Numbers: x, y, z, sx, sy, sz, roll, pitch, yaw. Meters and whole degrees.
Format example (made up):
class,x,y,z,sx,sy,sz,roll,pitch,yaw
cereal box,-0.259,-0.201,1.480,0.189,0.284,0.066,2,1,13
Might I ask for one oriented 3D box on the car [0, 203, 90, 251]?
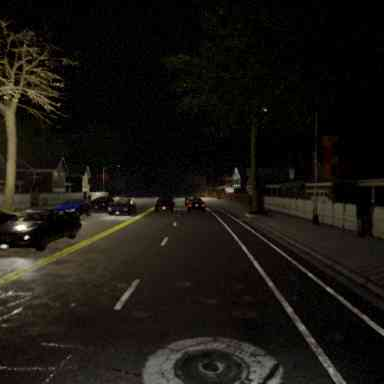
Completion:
class,x,y,z,sx,sy,sz,roll,pitch,yaw
car,-6.206,1.411,13.736,2.033,1.411,5.357,0,0,1

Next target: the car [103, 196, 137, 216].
class,x,y,z,sx,sy,sz,roll,pitch,yaw
car,-6.132,1.306,29.967,2.033,1.411,5.357,0,0,-1

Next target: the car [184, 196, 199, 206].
class,x,y,z,sx,sy,sz,roll,pitch,yaw
car,-0.128,1.296,47.581,1.895,1.301,4.718,0,0,-3

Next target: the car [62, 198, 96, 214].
class,x,y,z,sx,sy,sz,roll,pitch,yaw
car,-9.365,1.281,26.227,1.812,1.442,4.674,0,0,0

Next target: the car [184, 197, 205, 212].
class,x,y,z,sx,sy,sz,roll,pitch,yaw
car,0.398,1.329,34.732,2.033,1.411,5.357,0,0,-1

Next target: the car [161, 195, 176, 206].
class,x,y,z,sx,sy,sz,roll,pitch,yaw
car,-3.396,1.229,47.920,1.994,1.385,4.181,0,0,-2

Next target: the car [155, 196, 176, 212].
class,x,y,z,sx,sy,sz,roll,pitch,yaw
car,-2.843,1.260,34.786,1.837,1.490,4.892,0,1,-3

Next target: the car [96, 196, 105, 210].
class,x,y,z,sx,sy,sz,roll,pitch,yaw
car,-9.387,1.180,34.866,1.882,1.535,5.008,0,0,-2
